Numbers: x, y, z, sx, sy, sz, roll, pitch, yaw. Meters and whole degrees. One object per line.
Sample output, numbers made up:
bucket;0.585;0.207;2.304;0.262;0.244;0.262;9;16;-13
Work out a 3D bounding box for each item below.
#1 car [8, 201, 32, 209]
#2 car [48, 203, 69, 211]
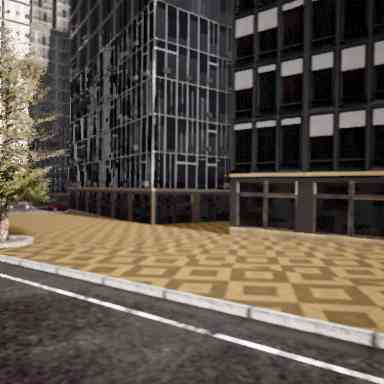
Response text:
car;-31.212;2.335;59.924;4.403;1.369;2.008;0;1;-34
car;-22.082;2.481;56.628;4.507;1.381;1.887;0;1;-34
